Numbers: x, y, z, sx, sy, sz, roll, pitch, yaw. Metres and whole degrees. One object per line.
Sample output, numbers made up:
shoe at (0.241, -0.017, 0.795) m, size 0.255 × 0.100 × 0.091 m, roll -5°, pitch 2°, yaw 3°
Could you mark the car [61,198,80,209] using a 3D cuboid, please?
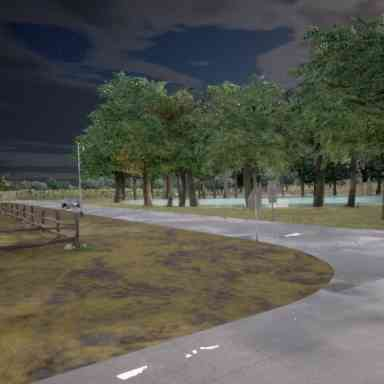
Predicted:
car at (-18.352, 1.694, 50.209) m, size 2.128 × 1.511 × 4.902 m, roll -3°, pitch 1°, yaw -35°
